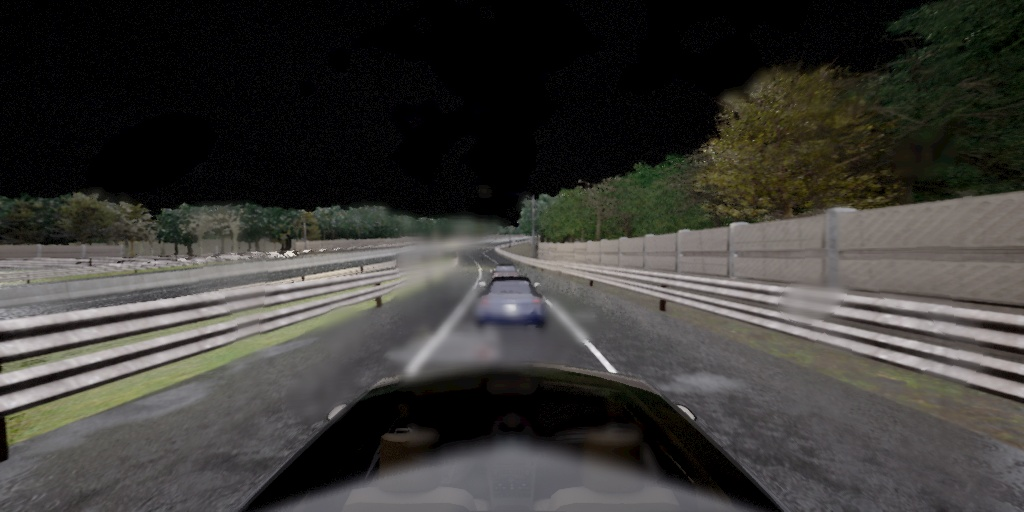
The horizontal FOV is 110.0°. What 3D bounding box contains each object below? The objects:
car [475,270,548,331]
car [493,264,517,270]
[{"bbox_3d":[-0.033,1.293,10.999,1.994,1.385,4.181,0,0,-1],"label":"car"},{"bbox_3d":[-0.480,1.249,24.131,2.033,1.411,5.357,0,0,-3],"label":"car"}]
